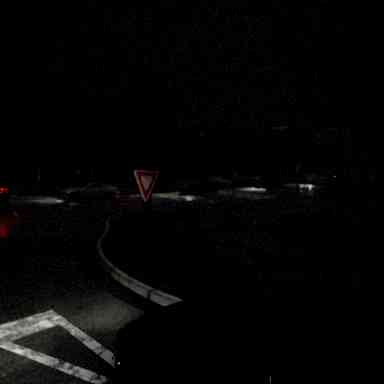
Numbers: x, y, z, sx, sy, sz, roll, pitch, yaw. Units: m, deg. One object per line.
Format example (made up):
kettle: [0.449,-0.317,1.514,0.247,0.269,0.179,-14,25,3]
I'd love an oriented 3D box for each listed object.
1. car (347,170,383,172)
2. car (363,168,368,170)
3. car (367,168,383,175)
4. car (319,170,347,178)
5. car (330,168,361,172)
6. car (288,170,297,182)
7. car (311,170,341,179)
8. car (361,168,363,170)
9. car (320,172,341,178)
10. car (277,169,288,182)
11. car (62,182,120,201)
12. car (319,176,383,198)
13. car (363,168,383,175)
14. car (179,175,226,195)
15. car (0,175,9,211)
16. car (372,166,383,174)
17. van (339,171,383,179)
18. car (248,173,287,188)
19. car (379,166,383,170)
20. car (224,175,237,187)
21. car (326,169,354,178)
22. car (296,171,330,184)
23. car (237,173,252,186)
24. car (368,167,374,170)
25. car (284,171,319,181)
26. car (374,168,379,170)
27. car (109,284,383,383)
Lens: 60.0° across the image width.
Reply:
car: [19.942,-0.971,35.790,5.566,2.045,2.435,4,7,31]
car: [34.210,-4.232,70.507,4.553,1.767,2.185,2,6,30]
car: [45.213,-4.975,80.081,5.366,1.575,1.946,2,5,30]
car: [27.495,-3.540,64.842,4.892,1.521,2.231,2,6,29]
car: [25.089,-2.657,54.365,4.553,1.767,2.097,-5,7,-40]
car: [14.129,-2.399,53.413,5.008,1.535,2.097,2,5,29]
car: [25.258,-3.352,62.951,5.008,1.535,2.097,2,5,29]
car: [31.957,-3.921,68.636,5.008,1.535,2.097,2,6,30]
car: [18.908,-1.237,40.972,1.882,1.535,5.008,-4,6,-31]
car: [11.926,-2.330,51.456,4.553,1.767,2.185,2,6,29]
car: [-8.408,-0.091,27.795,4.674,1.442,1.812,-1,4,-33]
car: [15.305,-0.342,32.054,5.008,1.535,2.097,4,7,31]
car: [43.127,-4.805,78.104,5.008,1.535,2.097,2,5,30]
car: [0.879,-0.609,35.219,5.008,1.535,1.882,-5,8,-41]
car: [-12.197,-0.094,19.231,2.150,2.045,5.566,3,2,-39]
car: [47.584,-5.368,81.867,5.566,2.045,2.435,2,5,30]
van: [17.740,-0.749,33.846,4.442,1.987,1.878,4,7,31]
car: [9.728,-1.268,42.705,4.181,1.385,1.994,-5,7,-39]
car: [40.899,-4.641,76.207,5.008,1.535,2.097,2,6,30]
car: [2.990,-1.397,43.793,4.674,1.452,2.002,2,5,29]
car: [29.725,-3.730,66.736,4.892,1.521,2.231,2,6,30]
car: [17.987,-1.939,48.970,4.674,1.442,1.812,-4,7,-34]
car: [5.244,-1.600,45.705,4.792,1.488,2.163,2,5,29]
car: [36.423,-4.253,72.439,4.674,1.452,2.002,2,5,30]
car: [18.746,-2.778,57.139,5.366,1.575,1.946,2,5,29]
car: [38.678,-4.592,74.290,4.553,1.767,2.185,2,6,30]
car: [1.523,1.474,2.356,5.008,1.535,1.882,2,1,36]
